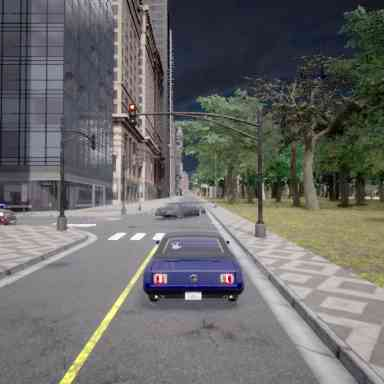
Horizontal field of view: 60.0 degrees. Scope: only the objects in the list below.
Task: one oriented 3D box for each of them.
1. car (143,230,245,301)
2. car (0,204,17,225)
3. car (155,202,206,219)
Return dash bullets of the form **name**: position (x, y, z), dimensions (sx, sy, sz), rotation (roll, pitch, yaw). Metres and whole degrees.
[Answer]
- **car**: position (0.020, 1.607, 8.278), dimensions (1.895, 1.301, 4.718), rotation (0, 0, 0)
- **car**: position (-13.497, 1.372, 21.296), dimensions (4.097, 1.590, 1.967), rotation (0, -2, -1)
- **car**: position (-0.978, 1.631, 29.748), dimensions (2.033, 1.411, 5.357), rotation (0, 0, 37)
